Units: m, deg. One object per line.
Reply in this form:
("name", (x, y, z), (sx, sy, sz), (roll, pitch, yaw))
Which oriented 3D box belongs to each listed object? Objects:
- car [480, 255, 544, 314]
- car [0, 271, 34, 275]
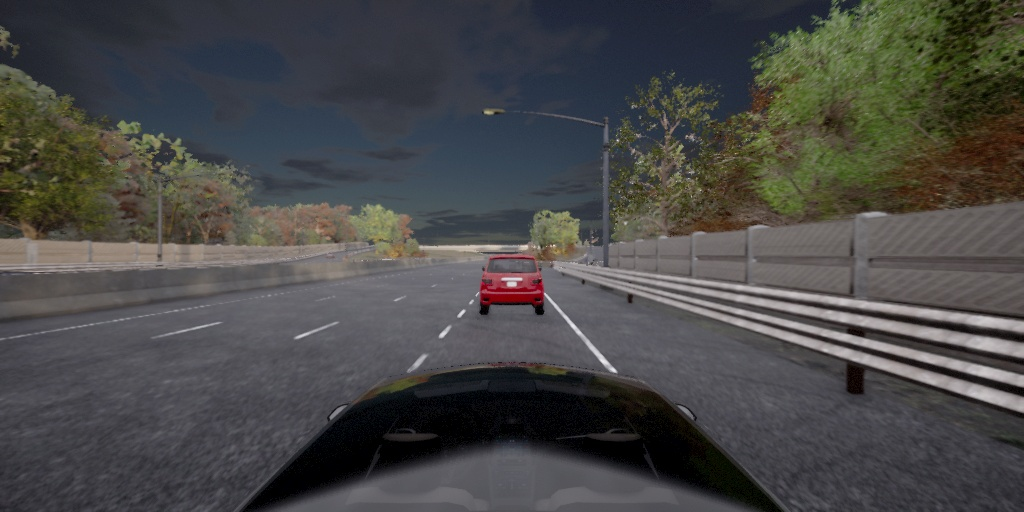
("car", (-0.003, 0.973, 13.827), (2.150, 2.045, 5.566), (0, 0, 0))
("car", (-21.102, 1.300, 14.259), (2.033, 1.411, 5.357), (0, 0, 0))
